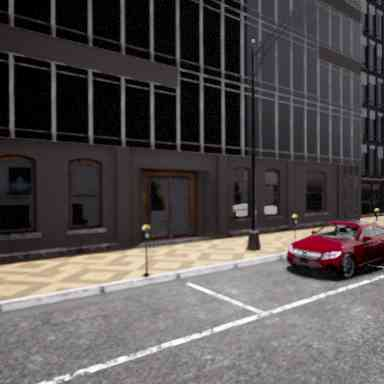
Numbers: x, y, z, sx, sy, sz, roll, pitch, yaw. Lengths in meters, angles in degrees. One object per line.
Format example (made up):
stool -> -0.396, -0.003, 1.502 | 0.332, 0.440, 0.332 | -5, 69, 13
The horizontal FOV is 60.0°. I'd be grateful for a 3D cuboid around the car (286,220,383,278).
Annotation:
car -> 4.624, 1.525, 9.863 | 4.206, 1.307, 1.802 | 0, 0, -36
